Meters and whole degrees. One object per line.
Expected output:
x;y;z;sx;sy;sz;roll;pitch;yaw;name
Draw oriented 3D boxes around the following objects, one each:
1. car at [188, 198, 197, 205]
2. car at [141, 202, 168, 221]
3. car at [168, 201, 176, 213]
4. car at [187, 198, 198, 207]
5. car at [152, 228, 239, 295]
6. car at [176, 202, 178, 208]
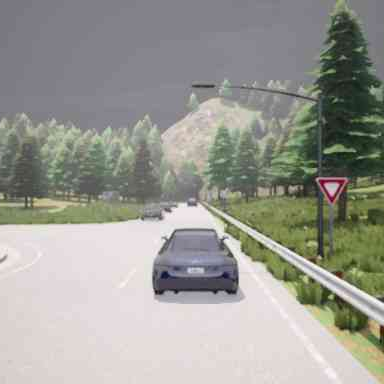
0.046;2.057;74.104;1.882;1.535;5.008;0;-1;0;car
-3.579;1.821;31.062;1.837;1.490;4.892;0;-1;0;car
-3.568;1.990;43.562;2.033;1.411;5.357;0;-1;0;car
0.040;2.124;63.725;1.882;1.535;5.008;0;-1;0;car
0.081;1.656;9.016;1.994;1.385;4.181;0;-1;0;car
-3.539;2.196;58.619;1.895;1.301;4.718;0;-1;0;car
